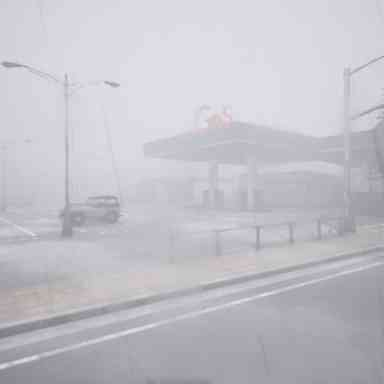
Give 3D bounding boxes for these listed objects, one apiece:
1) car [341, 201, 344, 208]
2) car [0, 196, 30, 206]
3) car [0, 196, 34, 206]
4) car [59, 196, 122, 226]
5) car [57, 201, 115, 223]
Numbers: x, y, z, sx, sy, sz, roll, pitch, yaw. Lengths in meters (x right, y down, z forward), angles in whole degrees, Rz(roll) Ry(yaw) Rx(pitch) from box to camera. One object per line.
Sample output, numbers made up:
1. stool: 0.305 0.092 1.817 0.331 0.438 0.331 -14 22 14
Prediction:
1. car: 21.260 1.325 41.966 2.242 1.667 4.611 -1 0 -36
2. car: -30.008 1.468 55.974 4.514 1.523 2.007 -1 0 -36
3. car: -28.138 1.459 53.456 5.027 1.636 2.152 -1 0 -36
4. car: -6.688 1.207 22.591 3.866 1.878 1.905 -1 0 -36
5. car: -8.127 1.486 25.650 3.806 1.475 1.970 -1 0 -36
